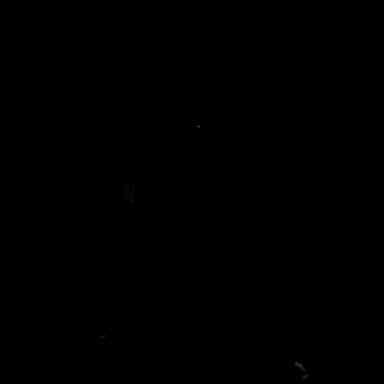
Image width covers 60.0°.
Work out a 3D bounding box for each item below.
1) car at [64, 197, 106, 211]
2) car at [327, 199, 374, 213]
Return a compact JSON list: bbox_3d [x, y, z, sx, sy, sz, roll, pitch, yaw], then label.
[{"bbox_3d":[-12.527,1.433,38.697,4.892,1.490,1.837,3,-1,0],"label":"car"},{"bbox_3d":[18.354,1.592,38.529,5.008,1.535,1.882,1,-1,0],"label":"car"}]
